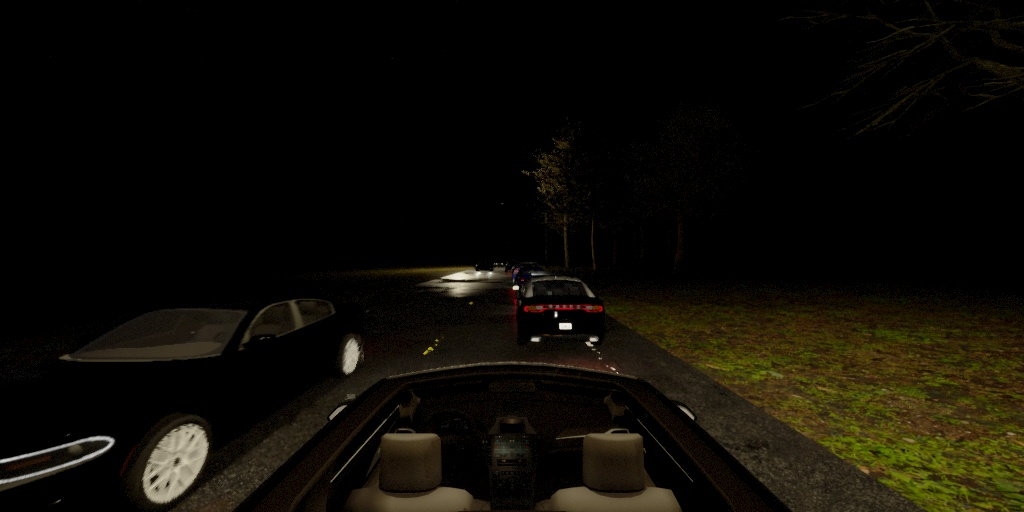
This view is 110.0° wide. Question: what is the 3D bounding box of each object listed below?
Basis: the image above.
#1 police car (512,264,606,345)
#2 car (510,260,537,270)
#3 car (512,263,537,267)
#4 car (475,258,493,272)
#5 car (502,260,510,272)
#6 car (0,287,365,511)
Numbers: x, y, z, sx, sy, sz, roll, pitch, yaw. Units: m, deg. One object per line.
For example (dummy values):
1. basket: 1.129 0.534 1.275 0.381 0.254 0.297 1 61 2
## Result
1. police car: 1.054 1.178 9.635 1.930 1.638 5.238 0 0 0
2. car: 1.059 1.135 25.497 2.097 1.767 4.553 0 0 0
3. car: 1.057 1.294 19.526 1.812 1.442 4.674 0 0 0
4. car: -3.581 1.196 47.032 2.097 1.767 4.553 0 0 0
5. car: 0.041 1.349 46.810 1.837 1.490 4.892 0 0 0
6. car: -3.599 1.227 4.488 1.882 1.535 5.008 0 0 0
